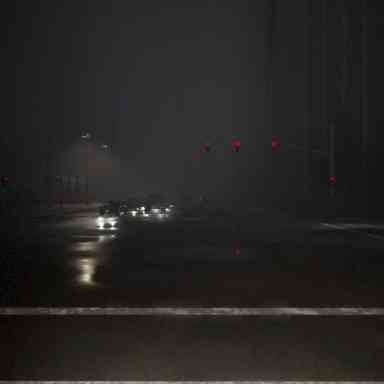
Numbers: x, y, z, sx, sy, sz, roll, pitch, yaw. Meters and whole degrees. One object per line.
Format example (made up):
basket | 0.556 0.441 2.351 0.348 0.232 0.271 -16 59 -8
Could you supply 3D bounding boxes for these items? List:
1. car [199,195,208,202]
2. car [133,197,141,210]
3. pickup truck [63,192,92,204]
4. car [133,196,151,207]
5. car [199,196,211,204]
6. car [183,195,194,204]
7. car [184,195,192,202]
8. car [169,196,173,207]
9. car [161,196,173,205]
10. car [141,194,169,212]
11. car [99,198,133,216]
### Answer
car | 2.564 1.524 75.187 1.812 1.442 4.674 0 0 -1
car | -7.714 1.478 42.178 1.882 1.535 5.008 0 0 -1
pickup truck | -20.910 1.059 60.027 2.390 2.098 6.274 0 0 30
car | -7.809 1.491 52.562 2.128 1.511 4.902 0 0 -1
car | 2.765 1.491 64.803 2.128 1.511 4.902 0 0 -1
car | -0.741 1.352 65.389 2.097 1.767 4.553 0 0 -1
car | -0.938 1.478 75.392 1.882 1.535 5.008 0 0 -1
car | -4.268 1.601 48.455 1.895 1.301 4.718 0 0 -1
car | -4.352 1.478 58.895 1.882 1.535 5.008 0 0 0
car | -4.176 1.221 38.508 2.150 2.045 5.566 0 0 -1
car | -7.696 1.491 32.875 2.128 1.511 4.902 0 0 2
